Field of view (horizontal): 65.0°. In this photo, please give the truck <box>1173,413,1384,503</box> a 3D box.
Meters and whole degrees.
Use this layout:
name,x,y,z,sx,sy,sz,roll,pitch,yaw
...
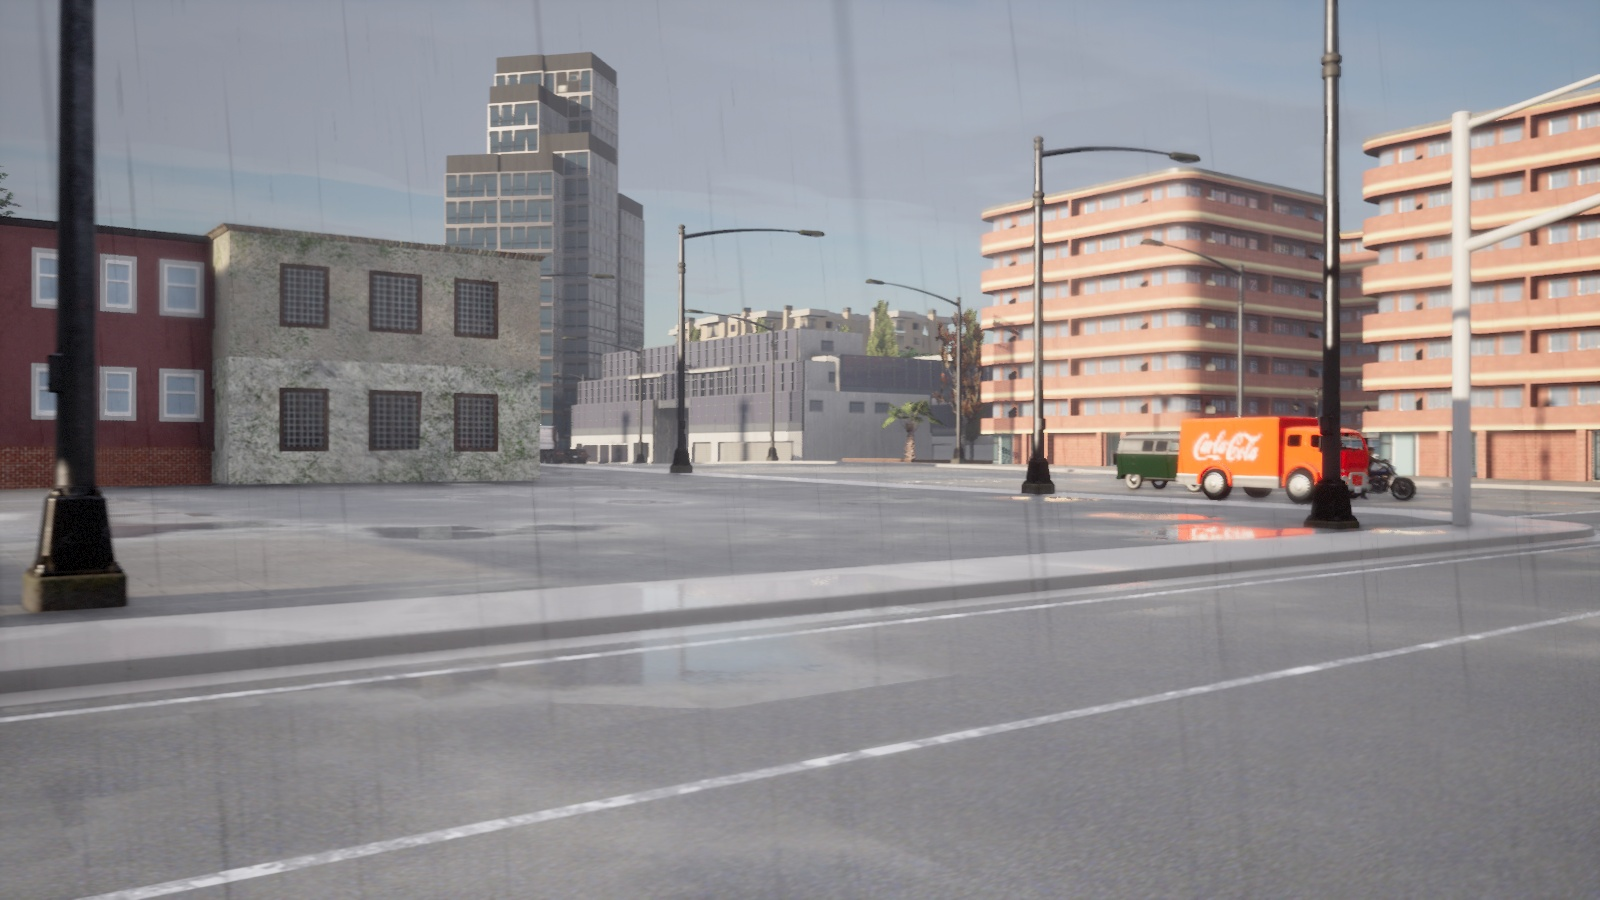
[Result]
name,x,y,z,sx,sy,sz,roll,pitch,yaw
truck,14.017,0.197,37.094,2.627,2.467,5.204,0,1,-37

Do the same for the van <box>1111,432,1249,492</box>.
name,x,y,z,sx,sy,sz,roll,pitch,yaw
van,13.247,0.375,44.006,1.775,1.987,4.442,0,1,-37

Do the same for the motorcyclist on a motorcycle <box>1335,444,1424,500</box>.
name,x,y,z,sx,sy,sz,roll,pitch,yaw
motorcyclist on a motorcycle,17.549,0.641,38.109,0.766,1.649,2.350,0,1,-38
